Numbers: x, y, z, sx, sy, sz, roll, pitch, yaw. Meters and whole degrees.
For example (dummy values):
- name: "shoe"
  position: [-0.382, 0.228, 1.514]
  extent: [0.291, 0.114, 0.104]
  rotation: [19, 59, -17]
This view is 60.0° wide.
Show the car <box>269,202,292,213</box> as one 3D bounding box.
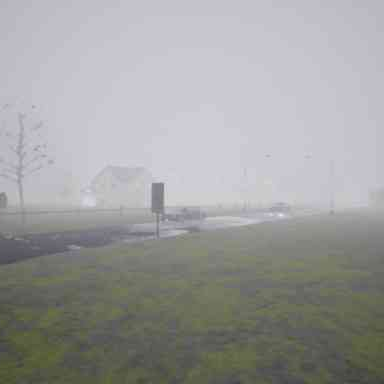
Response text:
- name: "car"
  position: [12.372, 2.130, 46.173]
  extent: [1.837, 1.490, 4.892]
  rotation: [1, -1, 36]

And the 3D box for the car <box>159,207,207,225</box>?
- name: "car"
  position: [-0.709, 1.924, 27.842]
  extent: [1.895, 1.301, 4.718]
  rotation: [1, 0, 35]
